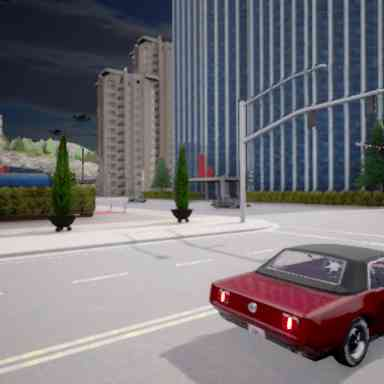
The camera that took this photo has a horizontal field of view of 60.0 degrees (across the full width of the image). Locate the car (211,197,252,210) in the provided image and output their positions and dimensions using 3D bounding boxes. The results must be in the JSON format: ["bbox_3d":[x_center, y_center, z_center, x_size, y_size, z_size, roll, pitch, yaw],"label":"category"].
[{"bbox_3d":[4.514,1.342,38.956,2.033,1.411,5.357,-1,0,-36],"label":"car"}]

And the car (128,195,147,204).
[{"bbox_3d":[-9.719,1.301,58.731,1.837,1.490,4.892,-1,0,-35],"label":"car"}]

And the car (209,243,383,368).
[{"bbox_3d":[2.683,1.559,5.708,4.718,1.301,1.895,-1,0,-35],"label":"car"}]
